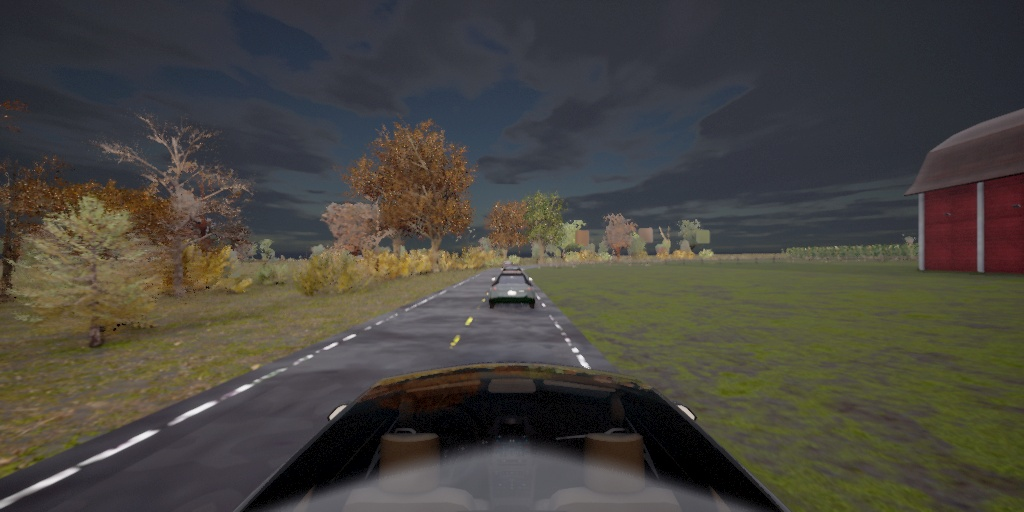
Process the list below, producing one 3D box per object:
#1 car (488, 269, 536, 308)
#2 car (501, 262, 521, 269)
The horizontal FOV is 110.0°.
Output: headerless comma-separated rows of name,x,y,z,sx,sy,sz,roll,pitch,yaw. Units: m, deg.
car,0.005,1.447,16.139,1.994,1.385,4.181,0,-1,0
car,0.000,1.505,31.147,2.128,1.511,4.902,0,0,0
